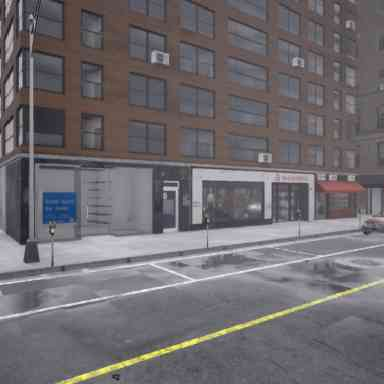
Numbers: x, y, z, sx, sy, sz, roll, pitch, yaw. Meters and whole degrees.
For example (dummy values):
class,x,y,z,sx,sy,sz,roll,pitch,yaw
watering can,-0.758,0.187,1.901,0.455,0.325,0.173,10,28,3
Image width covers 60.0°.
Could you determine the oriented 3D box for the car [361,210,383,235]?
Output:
class,x,y,z,sx,sy,sz,roll,pitch,yaw
car,10.616,1.582,17.470,4.206,1.307,1.802,0,0,-35
